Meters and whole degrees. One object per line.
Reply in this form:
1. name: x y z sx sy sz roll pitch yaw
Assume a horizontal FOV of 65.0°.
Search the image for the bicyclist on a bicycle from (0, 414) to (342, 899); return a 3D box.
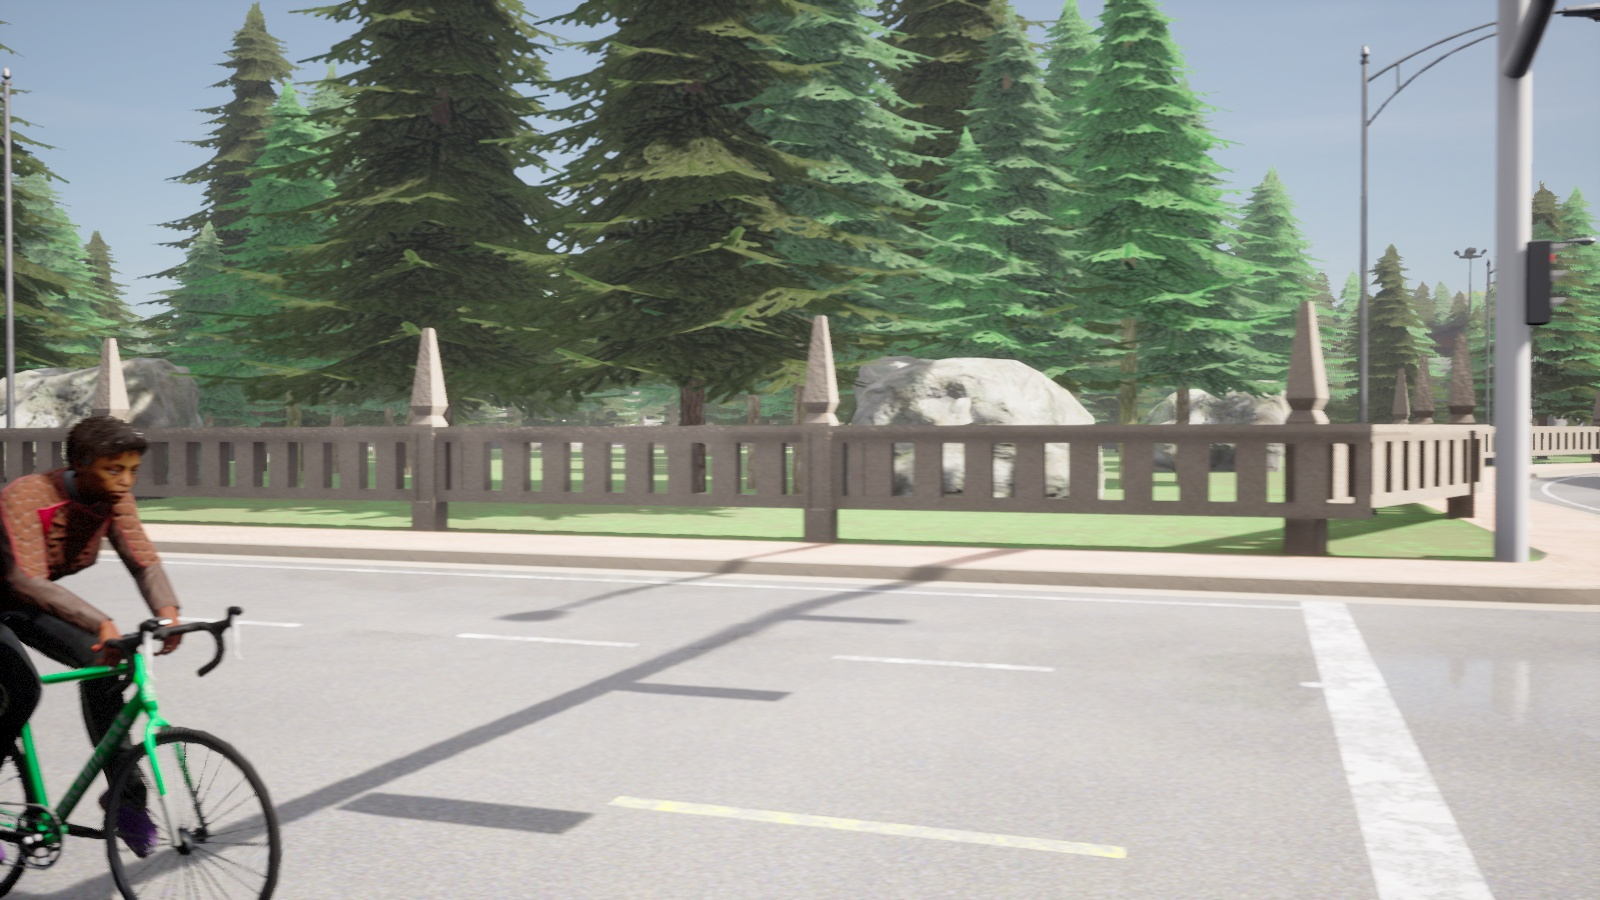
1. bicyclist on a bicycle: -2.339 0.700 3.980 1.656 1.620 0.582 1 1 19
